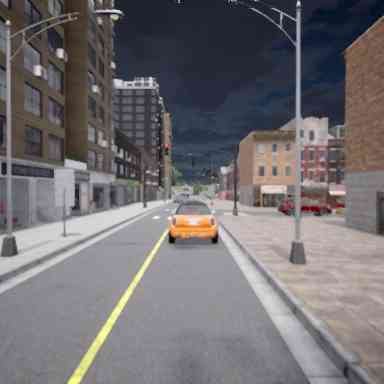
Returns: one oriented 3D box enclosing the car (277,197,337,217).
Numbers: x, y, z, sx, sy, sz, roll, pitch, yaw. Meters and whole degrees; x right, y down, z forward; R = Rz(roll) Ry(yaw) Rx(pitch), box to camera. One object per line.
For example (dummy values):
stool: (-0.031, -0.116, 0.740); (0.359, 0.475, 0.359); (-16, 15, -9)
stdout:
car: (10.814, 1.451, 32.216); (5.009, 1.841, 2.192); (1, 0, 0)

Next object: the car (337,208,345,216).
car: (16.525, 1.766, 32.203); (4.829, 1.417, 1.752); (1, 0, 0)

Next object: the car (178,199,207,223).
car: (0.143, 1.374, 25.329); (1.837, 1.490, 4.892); (0, 0, 4)

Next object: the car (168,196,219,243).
car: (0.069, 1.247, 15.595); (2.097, 1.767, 4.553); (0, 0, 0)
